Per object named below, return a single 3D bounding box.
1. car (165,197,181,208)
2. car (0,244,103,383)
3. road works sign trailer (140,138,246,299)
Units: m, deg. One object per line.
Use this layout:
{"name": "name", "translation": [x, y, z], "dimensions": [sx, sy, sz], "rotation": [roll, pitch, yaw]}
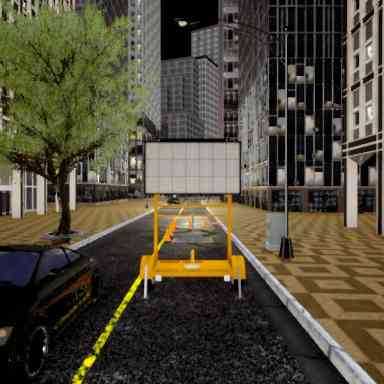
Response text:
{"name": "car", "translation": [-2.746, 1.546, 48.860], "dimensions": [1.837, 1.490, 4.892], "rotation": [0, 0, 0]}
{"name": "car", "translation": [-2.839, 1.563, 5.239], "dimensions": [1.994, 1.385, 4.181], "rotation": [0, 0, 0]}
{"name": "road works sign trailer", "translation": [0.017, 0.463, 8.403], "dimensions": [2.380, 3.560, 2.880], "rotation": [0, 0, 0]}
